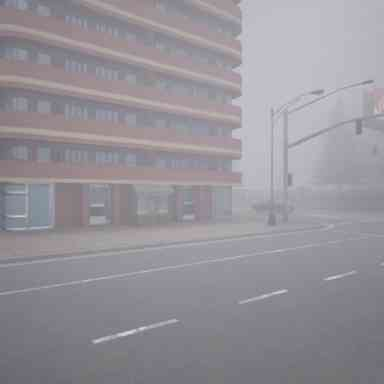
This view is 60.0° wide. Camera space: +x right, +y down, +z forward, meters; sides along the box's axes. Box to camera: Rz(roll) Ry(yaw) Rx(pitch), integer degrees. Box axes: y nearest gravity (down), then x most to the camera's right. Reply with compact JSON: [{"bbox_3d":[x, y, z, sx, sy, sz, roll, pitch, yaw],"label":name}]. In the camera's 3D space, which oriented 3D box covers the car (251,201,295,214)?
[{"bbox_3d":[8.782,1.601,36.221,1.895,1.301,4.718,0,0,-36],"label":"car"}]
